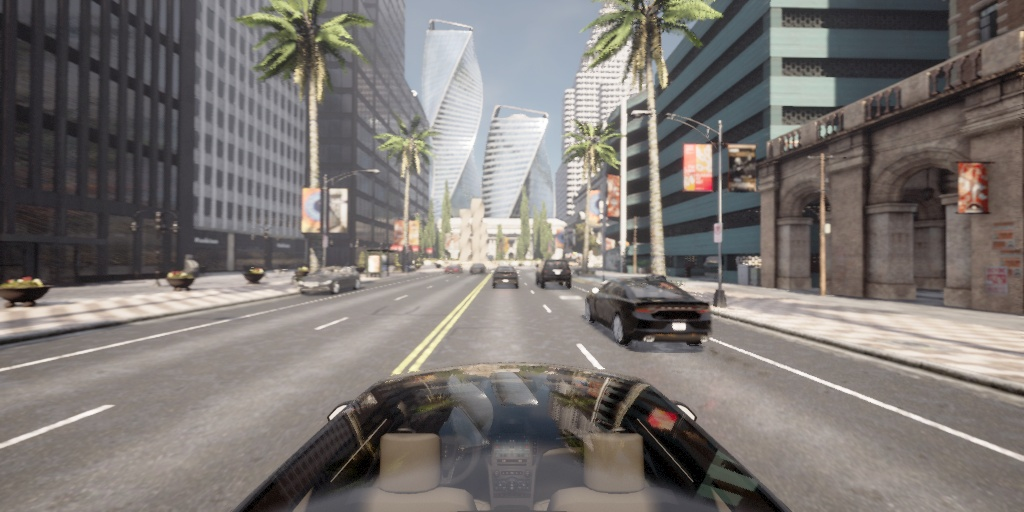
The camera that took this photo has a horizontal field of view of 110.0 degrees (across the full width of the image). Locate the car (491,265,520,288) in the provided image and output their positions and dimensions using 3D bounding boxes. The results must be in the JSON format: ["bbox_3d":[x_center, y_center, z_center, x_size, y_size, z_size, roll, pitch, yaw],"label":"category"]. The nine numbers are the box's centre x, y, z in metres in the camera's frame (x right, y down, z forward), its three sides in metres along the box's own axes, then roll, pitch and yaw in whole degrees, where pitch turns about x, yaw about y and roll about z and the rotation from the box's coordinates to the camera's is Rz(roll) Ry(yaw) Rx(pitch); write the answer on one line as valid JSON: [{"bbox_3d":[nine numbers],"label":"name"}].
[{"bbox_3d":[-0.485,1.508,26.845,1.837,1.490,4.892,0,-2,-1],"label":"car"}]

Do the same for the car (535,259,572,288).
[{"bbox_3d":[3.020,1.252,26.789,2.150,2.045,5.566,0,0,-1],"label":"car"}]

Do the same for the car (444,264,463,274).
[{"bbox_3d":[-7.919,1.753,49.010,1.994,1.385,4.181,0,-1,3],"label":"car"}]

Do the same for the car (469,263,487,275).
[{"bbox_3d":[-4.459,1.671,47.330,1.882,1.535,5.008,0,-1,1],"label":"car"}]

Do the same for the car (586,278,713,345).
[{"bbox_3d":[3.391,1.334,9.858,1.882,1.535,5.008,0,-1,-1],"label":"car"}]
